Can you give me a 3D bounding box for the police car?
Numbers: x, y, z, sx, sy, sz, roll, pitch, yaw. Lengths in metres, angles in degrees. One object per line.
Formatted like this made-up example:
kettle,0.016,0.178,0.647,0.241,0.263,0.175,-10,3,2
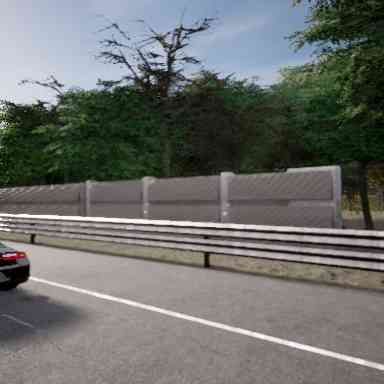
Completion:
police car,-6.175,1.646,8.268,4.974,1.542,2.038,-1,-1,35
